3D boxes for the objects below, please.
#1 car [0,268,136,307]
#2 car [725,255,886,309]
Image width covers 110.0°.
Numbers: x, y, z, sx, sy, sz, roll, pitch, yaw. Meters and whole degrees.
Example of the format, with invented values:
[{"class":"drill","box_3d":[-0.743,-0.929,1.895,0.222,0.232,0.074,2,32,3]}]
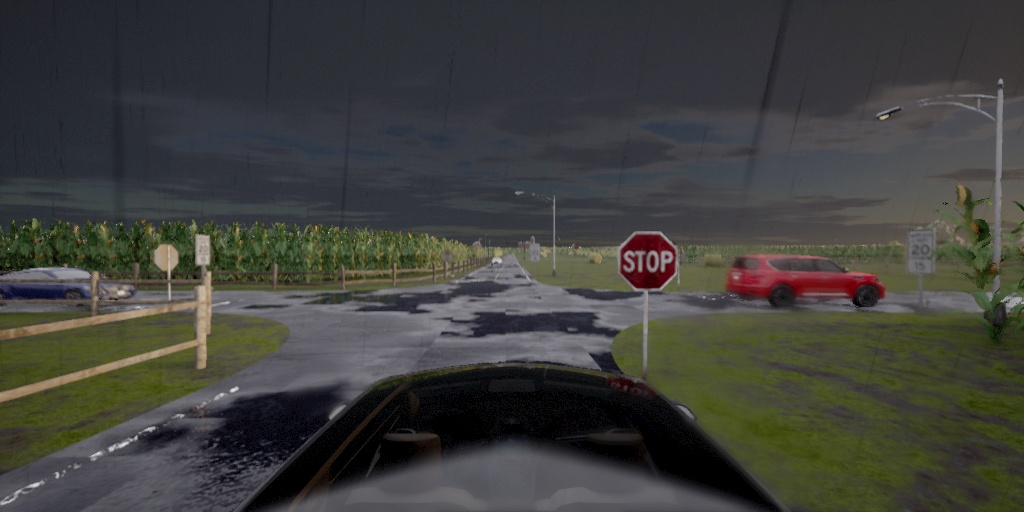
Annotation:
[{"class":"car","box_3d":[-17.916,1.199,14.253,4.674,1.442,1.812,0,1,-1]},{"class":"car","box_3d":[11.862,0.988,14.750,5.566,2.045,2.150,0,1,-1]}]
